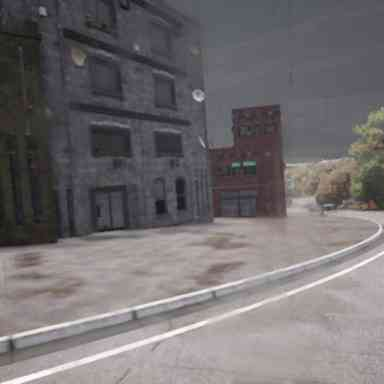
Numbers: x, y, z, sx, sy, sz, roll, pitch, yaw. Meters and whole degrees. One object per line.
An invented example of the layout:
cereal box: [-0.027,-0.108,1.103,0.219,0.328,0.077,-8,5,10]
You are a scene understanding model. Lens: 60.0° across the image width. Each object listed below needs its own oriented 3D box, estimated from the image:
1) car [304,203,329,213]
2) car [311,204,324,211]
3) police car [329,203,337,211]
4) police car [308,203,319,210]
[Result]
car: [24.173,3.334,64.742,2.128,1.511,4.902,-4,-3,3]
car: [30.012,3.646,79.591,1.812,1.442,4.674,-4,-3,9]
police car: [28.788,3.187,69.950,1.930,1.638,5.238,-4,-3,5]
police car: [31.145,3.733,85.485,1.930,1.638,5.238,-4,-2,12]
